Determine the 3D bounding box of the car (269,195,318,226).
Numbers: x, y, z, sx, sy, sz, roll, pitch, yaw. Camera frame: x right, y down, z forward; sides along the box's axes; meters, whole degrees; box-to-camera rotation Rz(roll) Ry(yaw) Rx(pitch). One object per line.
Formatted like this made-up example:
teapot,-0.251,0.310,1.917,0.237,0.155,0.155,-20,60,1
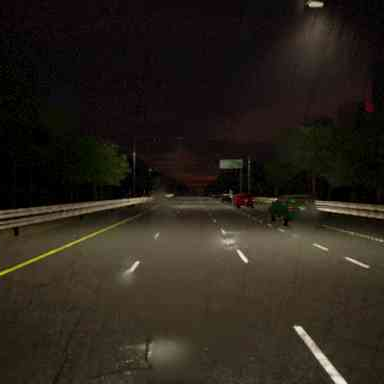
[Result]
car,7.042,1.234,23.535,2.150,2.045,5.566,0,0,0

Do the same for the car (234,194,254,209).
car,7.141,1.248,46.369,2.150,2.045,5.566,0,0,0

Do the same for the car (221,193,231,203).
car,7.312,1.535,71.011,1.837,1.490,4.892,0,0,0
